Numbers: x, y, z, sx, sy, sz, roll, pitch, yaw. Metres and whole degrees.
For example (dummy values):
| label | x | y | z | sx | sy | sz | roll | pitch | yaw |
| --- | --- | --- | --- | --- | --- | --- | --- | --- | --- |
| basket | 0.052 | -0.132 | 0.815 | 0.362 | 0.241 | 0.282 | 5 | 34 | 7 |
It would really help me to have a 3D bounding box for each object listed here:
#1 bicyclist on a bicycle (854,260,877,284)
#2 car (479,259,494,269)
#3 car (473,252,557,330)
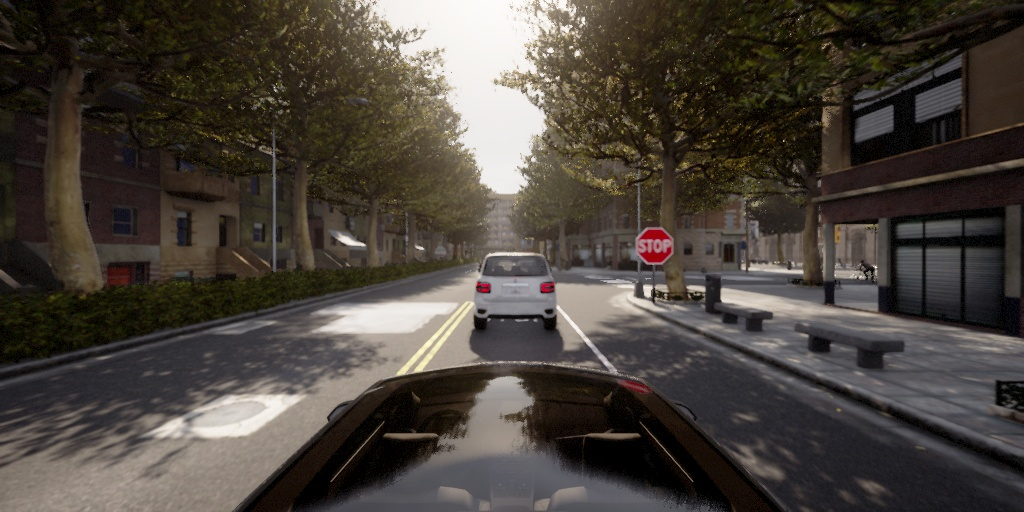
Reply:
| label | x | y | z | sx | sy | sz | roll | pitch | yaw |
| --- | --- | --- | --- | --- | --- | --- | --- | --- | --- |
| bicyclist on a bicycle | 24.764 | 1.112 | 25.158 | 0.582 | 1.620 | 1.656 | 0 | 0 | -1 |
| car | -3.581 | 1.157 | 51.172 | 1.895 | 1.301 | 4.718 | 0 | 0 | 0 |
| car | 0.086 | 0.931 | 11.138 | 2.150 | 2.045 | 5.566 | 0 | 0 | 0 |
